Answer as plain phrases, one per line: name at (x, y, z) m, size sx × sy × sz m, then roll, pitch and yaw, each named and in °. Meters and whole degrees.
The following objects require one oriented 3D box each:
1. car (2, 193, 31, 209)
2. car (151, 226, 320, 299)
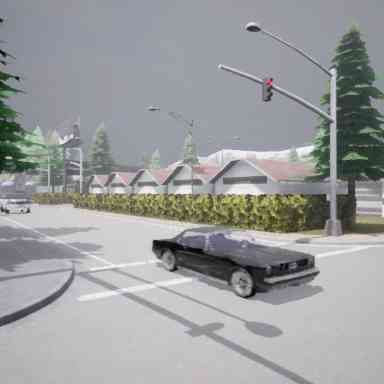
car at (-18.687, 1.085, 35.234) m, size 2.150 × 2.045 × 5.566 m, roll 0°, pitch 0°, yaw -36°
car at (0.845, 1.627, 8.793) m, size 1.895 × 1.301 × 4.718 m, roll 0°, pitch 0°, yaw -36°
